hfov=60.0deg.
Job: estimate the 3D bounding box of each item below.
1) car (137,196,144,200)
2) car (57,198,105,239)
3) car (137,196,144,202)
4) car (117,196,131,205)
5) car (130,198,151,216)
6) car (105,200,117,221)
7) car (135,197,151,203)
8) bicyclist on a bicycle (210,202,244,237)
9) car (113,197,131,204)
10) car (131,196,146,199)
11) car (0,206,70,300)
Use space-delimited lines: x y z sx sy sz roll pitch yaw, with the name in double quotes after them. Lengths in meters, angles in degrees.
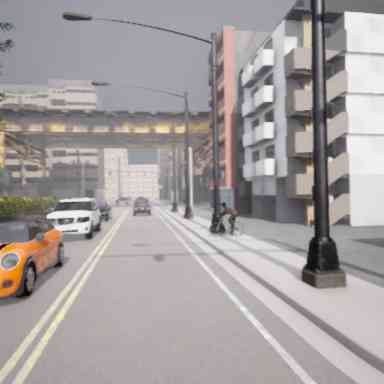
-14.573 1.734 94.278 1.853 1.218 4.536 -1 0 -9 "car"
-6.341 1.359 18.288 2.150 2.045 5.566 -1 0 -9 "car"
-14.562 1.891 94.226 2.038 1.542 4.974 -1 0 -9 "car"
-14.201 1.832 67.668 2.038 1.542 4.974 -1 0 16 "car"
-5.262 1.699 35.115 2.033 1.411 5.357 -1 0 -9 "car"
-7.956 1.679 28.606 2.128 1.511 4.902 -1 0 -9 "car"
-10.073 1.600 68.060 1.853 1.218 4.536 -1 0 -29 "car"
1.647 1.289 15.607 1.656 1.620 0.582 -1 0 -9 "bicyclist on a bicycle"
-14.190 1.674 67.718 1.853 1.218 4.536 -1 0 16 "car"
-10.044 1.757 68.014 2.038 1.542 4.974 -1 0 -29 "car"
-4.813 1.442 8.596 2.097 1.767 4.553 -1 0 -9 "car"
